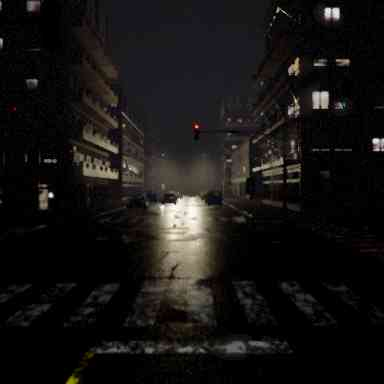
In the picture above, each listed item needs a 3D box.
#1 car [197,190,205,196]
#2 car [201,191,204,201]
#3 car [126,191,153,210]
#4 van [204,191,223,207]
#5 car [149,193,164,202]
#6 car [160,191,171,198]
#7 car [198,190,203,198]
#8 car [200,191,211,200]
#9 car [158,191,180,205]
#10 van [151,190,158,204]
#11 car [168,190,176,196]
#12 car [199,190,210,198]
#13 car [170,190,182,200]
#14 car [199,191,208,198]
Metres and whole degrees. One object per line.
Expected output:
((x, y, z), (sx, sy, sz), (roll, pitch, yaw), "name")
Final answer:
((2.481, 0.232, 89.802), (1.947, 1.339, 4.313), (0, 1, 0), "car")
((2.618, 0.881, 45.156), (1.887, 1.381, 4.507), (0, 1, 0), "car")
((-5.476, 0.940, 33.984), (1.967, 1.590, 4.097), (0, 1, 0), "car")
((2.659, 0.769, 38.950), (1.690, 1.788, 3.998), (0, 1, 0), "van")
((-5.411, 0.835, 50.729), (1.802, 1.307, 4.206), (0, 1, 0), "car")
((-5.379, 0.550, 67.470), (1.887, 1.381, 4.507), (0, 1, 0), "car")
((2.515, 0.737, 56.317), (1.947, 1.339, 4.313), (0, 1, 0), "car")
((2.507, 0.612, 62.067), (1.752, 1.417, 4.829), (0, 1, 0), "car")
((-2.878, 0.906, 42.125), (1.812, 1.442, 4.674), (0, 1, 0), "car")
((-5.452, 0.676, 45.145), (1.690, 1.788, 3.998), (0, 1, 0), "van")
((-5.400, 0.217, 89.794), (2.008, 1.369, 4.403), (0, 1, 0), "car")
((2.502, 0.446, 67.476), (1.967, 1.590, 4.097), (0, 1, 0), "car")
((-2.834, 0.649, 61.008), (2.033, 1.411, 5.357), (0, 1, 1), "car")
((2.497, 0.466, 73.059), (1.887, 1.381, 4.507), (0, 1, 0), "car")
